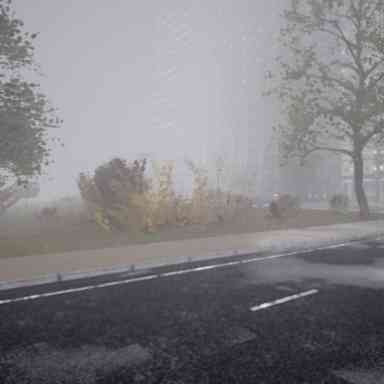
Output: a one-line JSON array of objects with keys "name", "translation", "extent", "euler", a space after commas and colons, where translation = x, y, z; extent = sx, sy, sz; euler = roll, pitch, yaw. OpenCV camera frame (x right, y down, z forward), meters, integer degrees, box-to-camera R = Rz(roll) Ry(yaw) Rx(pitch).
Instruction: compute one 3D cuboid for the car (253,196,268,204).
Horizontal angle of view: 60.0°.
[{"name": "car", "translation": [11.437, 1.371, 55.848], "extent": [1.882, 1.535, 5.008], "euler": [1, 0, -34]}]
